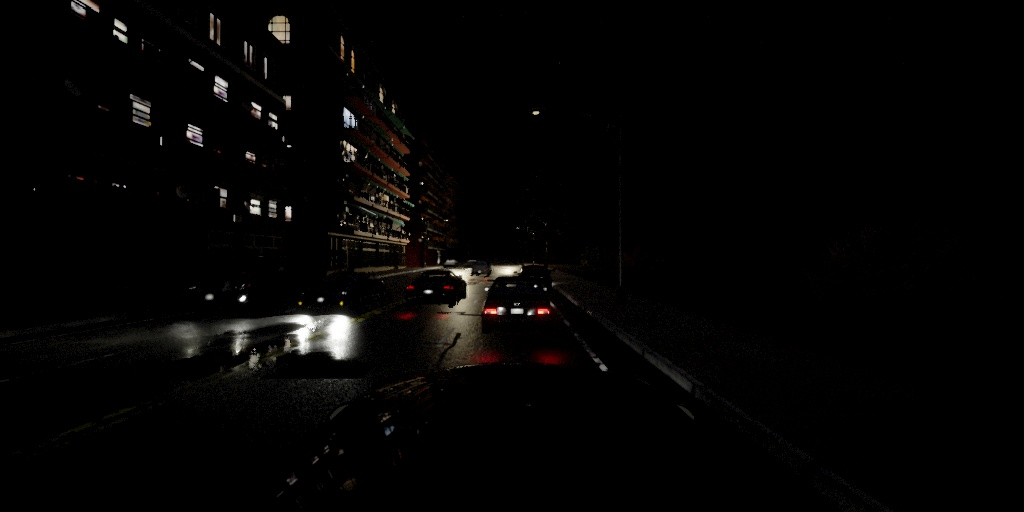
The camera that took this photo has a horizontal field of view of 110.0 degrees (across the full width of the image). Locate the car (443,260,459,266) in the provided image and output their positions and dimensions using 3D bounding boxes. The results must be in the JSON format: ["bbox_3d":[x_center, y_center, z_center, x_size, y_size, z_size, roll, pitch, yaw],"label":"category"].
[{"bbox_3d":[-9.731,1.298,57.593,2.033,1.411,5.357,0,0,0],"label":"car"}]

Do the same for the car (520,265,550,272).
[{"bbox_3d":[1.172,1.257,20.314,1.837,1.490,4.892,0,0,0],"label":"car"}]

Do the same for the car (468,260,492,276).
[{"bbox_3d":[-3.094,1.277,36.703,1.812,1.442,4.674,0,0,0],"label":"car"}]

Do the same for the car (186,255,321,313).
[{"bbox_3d":[-9.829,0.973,14.420,2.150,2.045,5.566,0,0,0],"label":"car"}]

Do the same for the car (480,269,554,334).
[{"bbox_3d":[0.117,1.299,10.626,2.033,1.411,5.357,0,0,0],"label":"car"}]

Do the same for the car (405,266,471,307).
[{"bbox_3d":[-3.126,1.315,15.400,1.994,1.385,4.181,0,0,0],"label":"car"}]

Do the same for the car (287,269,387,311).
[{"bbox_3d":[-6.576,1.315,14.319,1.994,1.385,4.181,0,0,0],"label":"car"}]

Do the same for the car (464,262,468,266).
[{"bbox_3d":[-6.480,1.314,57.406,1.994,1.385,4.181,0,0,0],"label":"car"}]
